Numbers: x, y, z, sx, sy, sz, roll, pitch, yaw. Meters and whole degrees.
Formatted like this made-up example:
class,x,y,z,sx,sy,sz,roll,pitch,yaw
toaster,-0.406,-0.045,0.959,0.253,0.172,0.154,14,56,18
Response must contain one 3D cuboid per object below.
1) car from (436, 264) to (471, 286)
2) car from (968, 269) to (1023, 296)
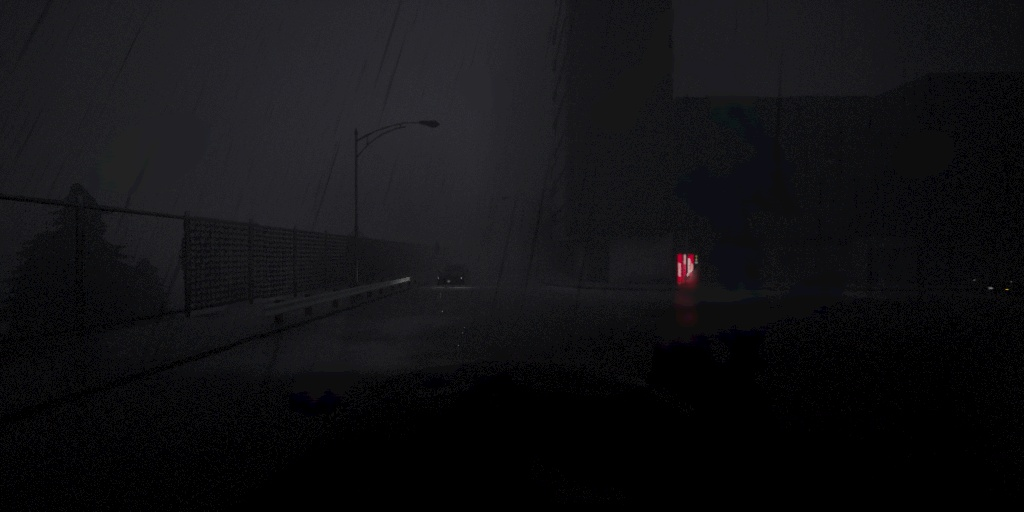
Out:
class,x,y,z,sx,sy,sz,roll,pitch,yaw
car,-3.993,1.324,25.053,1.837,1.490,4.892,0,1,0
car,26.890,1.340,18.483,4.718,1.301,1.895,0,0,0
